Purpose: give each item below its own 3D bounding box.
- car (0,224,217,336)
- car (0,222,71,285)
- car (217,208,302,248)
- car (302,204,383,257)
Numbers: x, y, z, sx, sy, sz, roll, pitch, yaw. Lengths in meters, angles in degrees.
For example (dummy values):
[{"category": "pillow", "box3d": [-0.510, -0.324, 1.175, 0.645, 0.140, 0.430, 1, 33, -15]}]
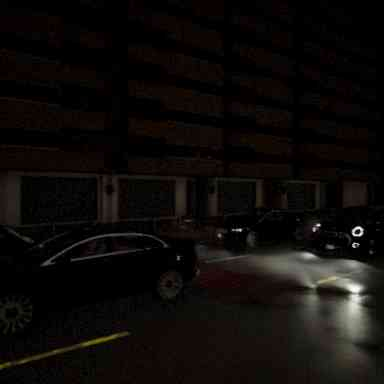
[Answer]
[{"category": "car", "box3d": [-2.111, 1.489, 6.767, 4.902, 1.511, 2.128, 0, 0, -35]}, {"category": "car", "box3d": [-5.766, 1.598, 8.462, 4.718, 1.301, 1.895, 0, 0, -35]}, {"category": "car", "box3d": [3.115, 1.483, 14.734, 4.902, 1.511, 2.128, 0, 0, -35]}, {"category": "car", "box3d": [6.697, 1.343, 12.974, 4.553, 1.767, 2.097, 0, 0, -35]}]
